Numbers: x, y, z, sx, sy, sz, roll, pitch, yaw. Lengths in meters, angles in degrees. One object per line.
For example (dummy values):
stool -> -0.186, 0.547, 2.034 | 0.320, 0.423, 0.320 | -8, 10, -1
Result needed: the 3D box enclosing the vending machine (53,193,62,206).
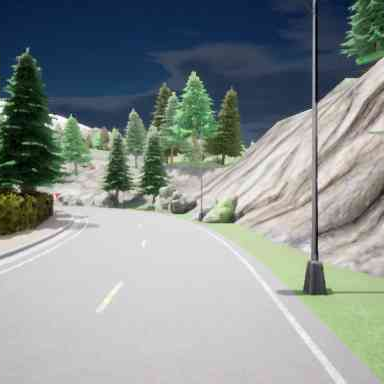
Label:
vending machine -> -21.962, 1.189, 54.200 | 0.880, 2.100, 1.100 | 0, 0, 19
